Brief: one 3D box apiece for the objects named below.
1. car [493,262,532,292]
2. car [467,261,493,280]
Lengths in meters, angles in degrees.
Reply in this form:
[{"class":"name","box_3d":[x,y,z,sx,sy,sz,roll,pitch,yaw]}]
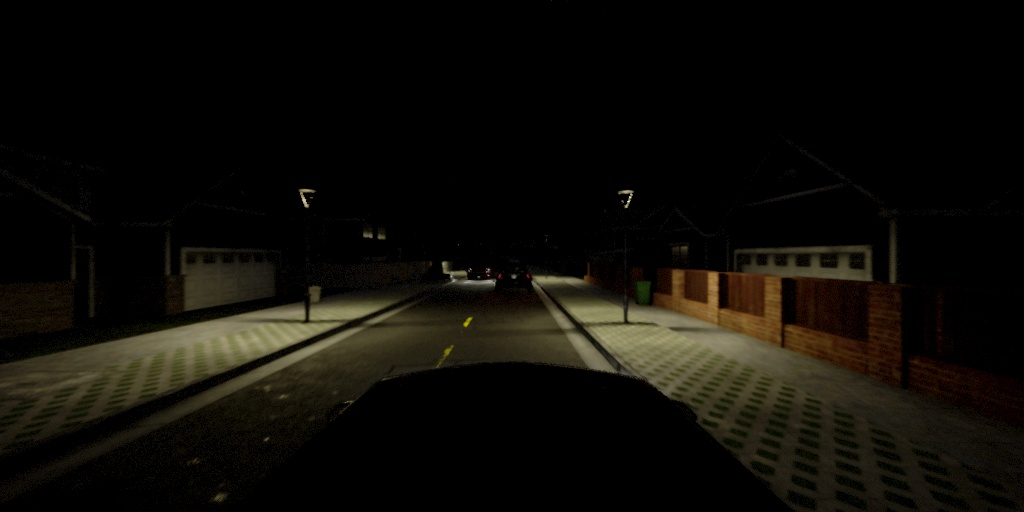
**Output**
[{"class":"car","box_3d":[0.113,1.190,22.072,2.097,1.767,4.553,0,0,0]},{"class":"car","box_3d":[-2.826,1.235,32.754,2.097,1.767,4.553,0,0,0]}]
